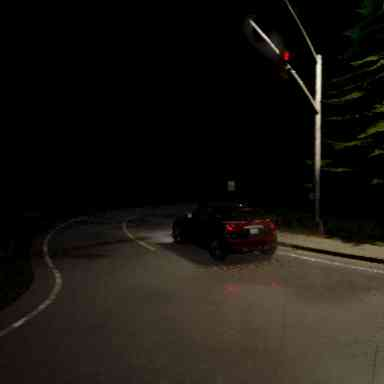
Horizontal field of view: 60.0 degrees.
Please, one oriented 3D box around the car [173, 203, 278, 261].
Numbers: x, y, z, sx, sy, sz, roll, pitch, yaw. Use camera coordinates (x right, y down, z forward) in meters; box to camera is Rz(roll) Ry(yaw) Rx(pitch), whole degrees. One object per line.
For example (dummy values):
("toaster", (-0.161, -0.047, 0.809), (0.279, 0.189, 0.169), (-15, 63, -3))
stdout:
("car", (0.958, 1.168, 11.975), (2.097, 1.767, 4.553), (0, 1, -25))
